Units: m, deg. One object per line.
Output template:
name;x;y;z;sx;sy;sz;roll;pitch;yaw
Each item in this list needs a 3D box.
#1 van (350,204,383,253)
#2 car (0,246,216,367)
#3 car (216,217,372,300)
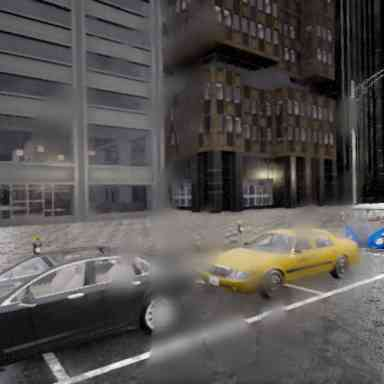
van;7.092;1.292;11.870;3.998;1.788;1.690;-1;-1;-36
car;-2.011;1.607;5.210;4.403;1.369;2.008;-1;-1;-36
car;2.405;1.531;8.439;4.829;1.417;1.752;-1;-1;-36
